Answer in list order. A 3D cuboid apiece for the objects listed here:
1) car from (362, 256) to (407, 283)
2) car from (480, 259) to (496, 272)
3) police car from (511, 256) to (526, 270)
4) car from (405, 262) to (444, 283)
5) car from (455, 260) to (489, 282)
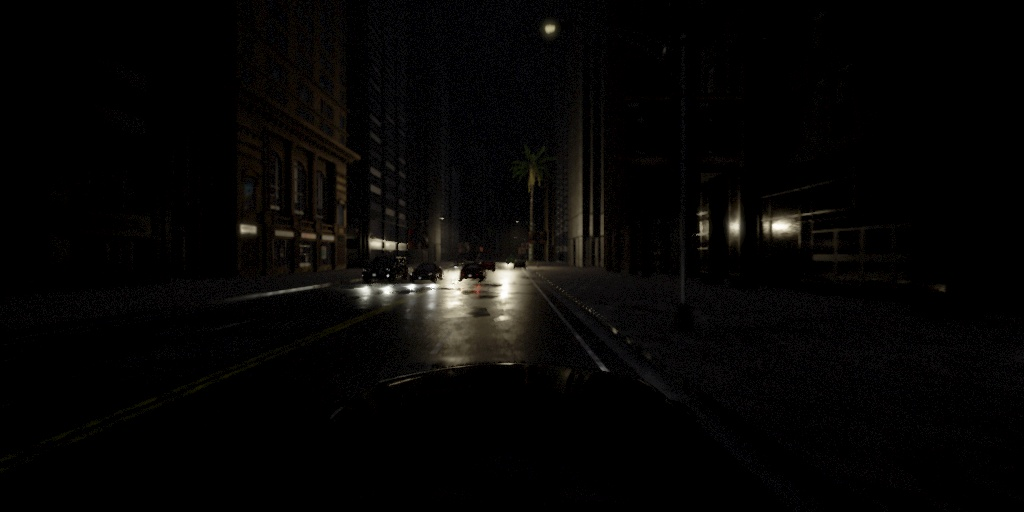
[{"bbox_3d":[-9.831,0.984,28.347,2.150,2.045,5.566,0,0,0],"label":"car"},{"bbox_3d":[-3.122,1.253,47.311,1.882,1.535,5.008,0,0,0],"label":"car"},{"bbox_3d":[1.172,1.209,55.181,1.930,1.638,5.238,0,0,0],"label":"police car"},{"bbox_3d":[-6.579,1.288,27.949,1.812,1.442,4.674,0,0,0],"label":"car"},{"bbox_3d":[-3.131,1.289,29.105,1.812,1.442,4.674,0,0,0],"label":"car"}]
